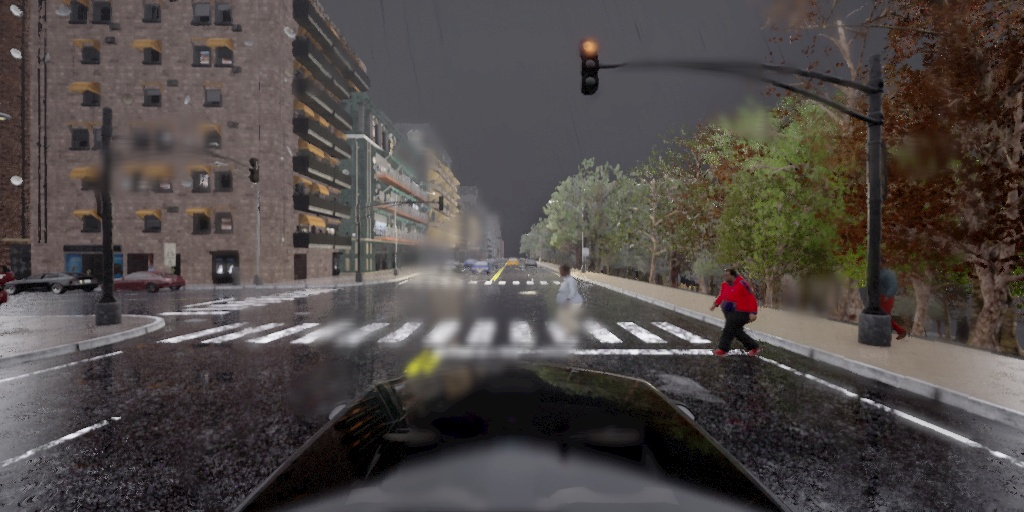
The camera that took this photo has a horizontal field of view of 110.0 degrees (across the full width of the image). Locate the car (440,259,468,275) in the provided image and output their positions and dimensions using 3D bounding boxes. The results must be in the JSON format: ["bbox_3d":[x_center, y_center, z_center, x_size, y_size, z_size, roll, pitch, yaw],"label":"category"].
[{"bbox_3d":[-6.487,1.218,38.901,2.128,1.511,4.902,0,0,0],"label":"car"}]

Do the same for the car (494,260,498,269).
[{"bbox_3d":[-3.162,1.268,57.578,2.033,1.411,5.357,0,0,0],"label":"car"}]

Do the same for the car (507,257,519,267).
[{"bbox_3d":[0.176,1.197,64.520,1.882,1.535,5.008,0,0,0],"label":"car"}]

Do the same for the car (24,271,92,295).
[{"bbox_3d":[-28.291,1.632,22.134,4.313,1.339,1.948,0,0,-1],"label":"car"}]

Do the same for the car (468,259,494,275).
[{"bbox_3d":[-3.243,1.252,38.453,1.812,1.442,4.674,0,0,0],"label":"car"}]

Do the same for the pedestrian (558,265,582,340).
[{"bbox_3d":[1.343,1.039,8.323,0.375,1.860,0.375,0,0,0],"label":"pedestrian"}]

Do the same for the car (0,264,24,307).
[{"bbox_3d":[-22.627,1.326,13.571,5.009,1.841,2.192,0,0,-1],"label":"car"}]

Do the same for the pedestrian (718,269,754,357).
[{"bbox_3d":[4.378,1.040,7.023,0.375,1.860,0.375,0,0,0],"label":"pedestrian"}]

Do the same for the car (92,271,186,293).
[{"bbox_3d":[-22.724,1.578,22.218,4.207,1.307,1.802,0,0,-1],"label":"car"}]

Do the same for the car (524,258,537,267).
[{"bbox_3d":[3.427,1.283,64.929,1.994,1.385,4.181,0,0,0],"label":"car"}]

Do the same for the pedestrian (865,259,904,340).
[{"bbox_3d":[7.984,0.887,7.703,0.375,1.860,0.375,0,0,0],"label":"pedestrian"}]
